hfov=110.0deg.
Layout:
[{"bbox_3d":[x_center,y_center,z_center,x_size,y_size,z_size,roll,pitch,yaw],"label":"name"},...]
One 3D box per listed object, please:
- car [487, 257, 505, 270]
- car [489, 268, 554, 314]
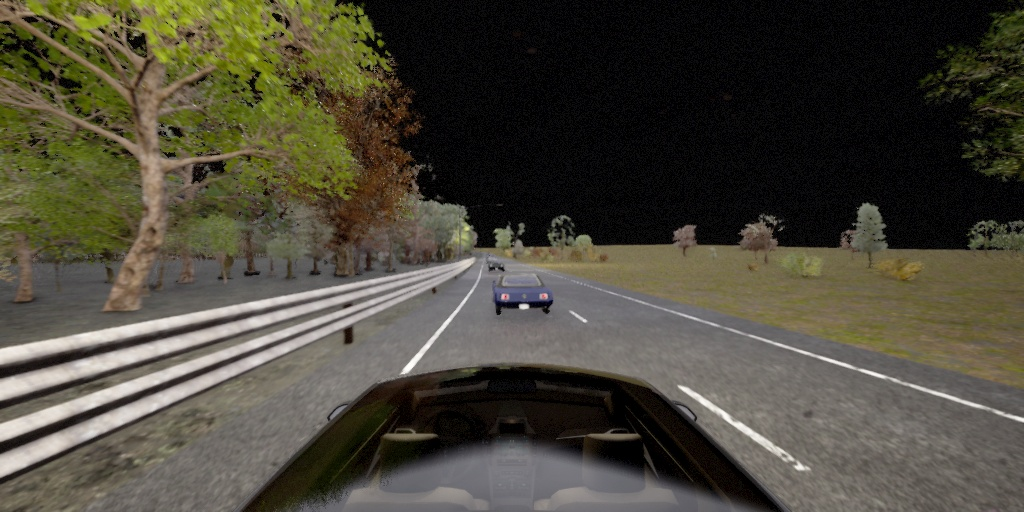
[{"bbox_3d":[-1.886,1.115,42.619,1.895,1.301,4.718,0,0,-4],"label":"car"},{"bbox_3d":[0.228,1.288,13.433,1.895,1.301,4.718,0,0,-4],"label":"car"}]
